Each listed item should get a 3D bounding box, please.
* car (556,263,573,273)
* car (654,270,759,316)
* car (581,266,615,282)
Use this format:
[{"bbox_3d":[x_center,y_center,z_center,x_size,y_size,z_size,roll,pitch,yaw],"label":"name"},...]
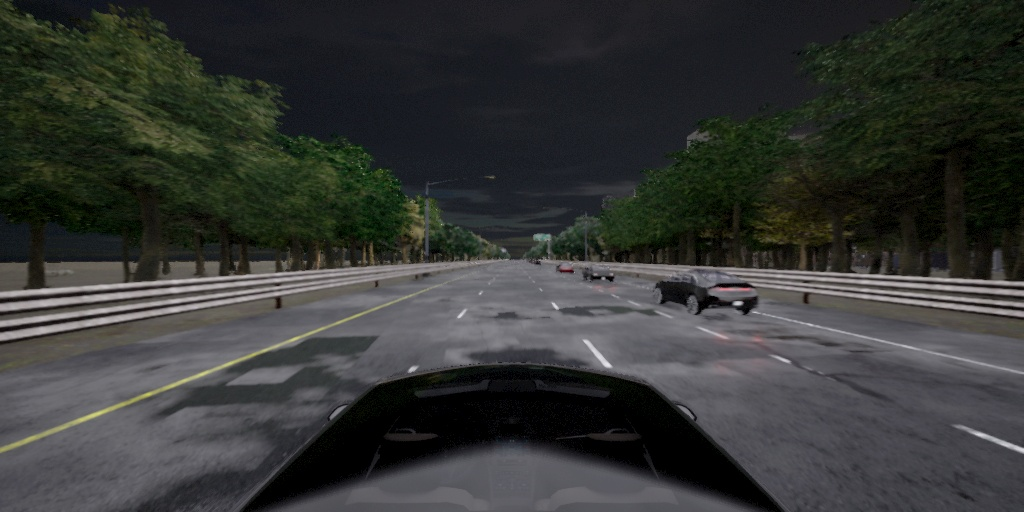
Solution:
[{"bbox_3d":[7.113,1.585,48.735,1.994,1.385,4.181,0,0,0],"label":"car"},{"bbox_3d":[7.005,1.273,13.548,2.128,1.511,4.902,0,0,0],"label":"car"},{"bbox_3d":[7.037,1.479,29.838,1.895,1.301,4.718,0,0,0],"label":"car"}]
